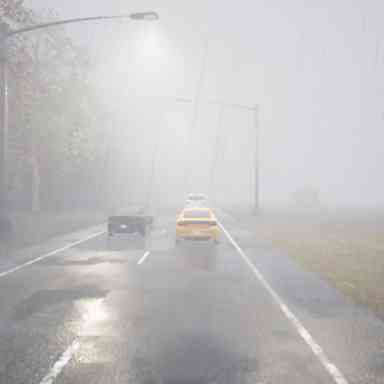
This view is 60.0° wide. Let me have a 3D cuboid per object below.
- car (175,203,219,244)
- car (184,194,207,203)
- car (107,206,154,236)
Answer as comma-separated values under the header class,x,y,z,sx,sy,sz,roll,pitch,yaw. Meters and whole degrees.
class,x,y,z,sx,sy,sz,roll,pitch,yaw
car,0.231,1.495,15.957,1.882,1.535,5.008,0,0,1
car,0.396,1.260,34.975,2.150,2.045,5.566,0,0,0
car,-3.246,1.495,18.393,1.882,1.535,5.008,0,0,0
